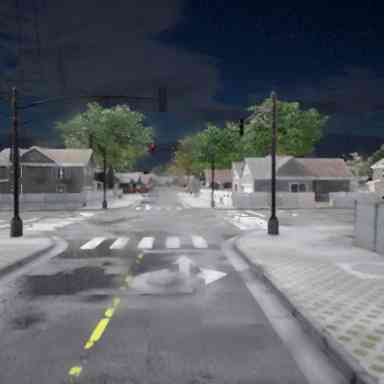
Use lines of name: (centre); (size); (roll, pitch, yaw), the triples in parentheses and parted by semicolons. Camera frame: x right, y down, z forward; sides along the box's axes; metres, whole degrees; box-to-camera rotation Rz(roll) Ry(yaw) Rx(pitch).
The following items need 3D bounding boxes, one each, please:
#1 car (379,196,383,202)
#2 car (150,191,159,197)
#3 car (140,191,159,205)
car: (19.783, 0.604, 29.763); (5.566, 2.045, 2.150); (-1, 1, -3)
car: (-7.710, 0.394, 68.721); (1.895, 1.301, 4.718); (0, 1, -5)
car: (-5.317, 0.908, 40.961); (1.895, 1.301, 4.718); (0, 1, -5)
